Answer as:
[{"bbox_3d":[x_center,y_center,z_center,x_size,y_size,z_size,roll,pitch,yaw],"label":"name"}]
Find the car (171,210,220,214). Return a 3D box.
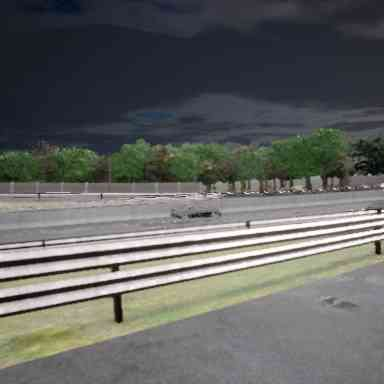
[{"bbox_3d":[0.381,1.847,30.368,4.902,1.511,2.128,-3,2,-23],"label":"car"}]

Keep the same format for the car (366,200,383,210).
[{"bbox_3d":[17.825,1.382,30.082,4.181,1.385,1.994,-3,2,-23],"label":"car"}]
